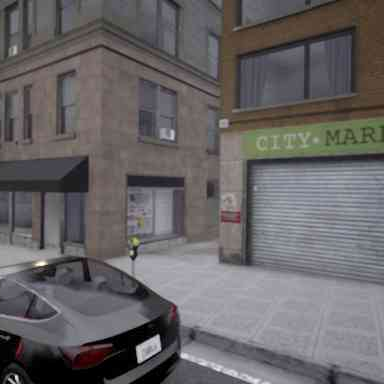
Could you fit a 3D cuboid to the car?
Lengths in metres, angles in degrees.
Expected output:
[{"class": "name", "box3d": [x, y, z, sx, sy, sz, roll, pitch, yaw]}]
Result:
[{"class": "car", "box3d": [-2.114, 1.559, 4.447, 4.313, 1.339, 1.947, 0, 1, 35]}]
